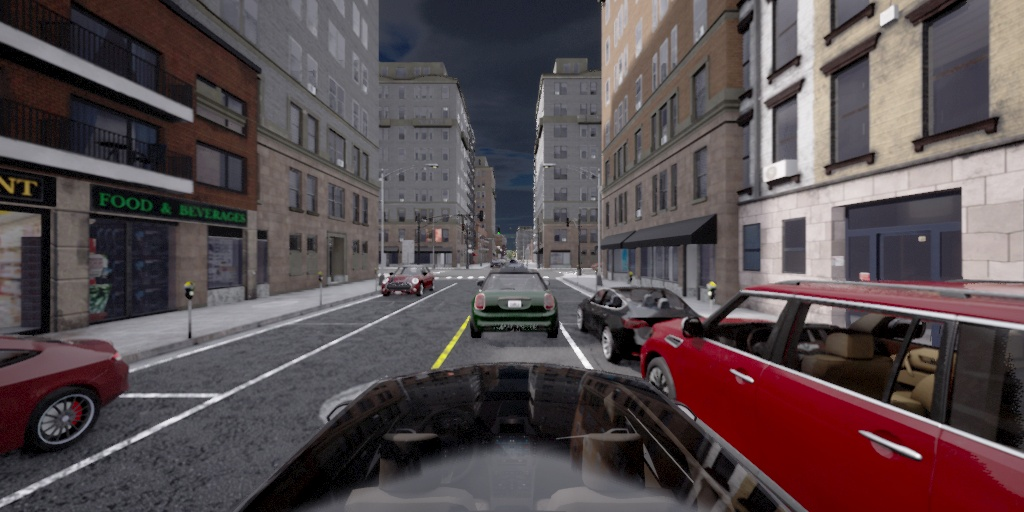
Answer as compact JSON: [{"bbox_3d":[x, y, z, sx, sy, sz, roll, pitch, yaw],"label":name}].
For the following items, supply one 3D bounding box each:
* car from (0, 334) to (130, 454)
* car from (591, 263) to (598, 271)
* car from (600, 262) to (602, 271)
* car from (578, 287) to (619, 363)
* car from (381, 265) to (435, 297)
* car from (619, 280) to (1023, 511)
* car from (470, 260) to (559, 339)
[{"bbox_3d":[-5.389,1.332,2.542,1.802,1.307,4.207,0,0,0],"label":"car"},{"bbox_3d":[13.159,1.212,49.147,4.553,1.767,2.097,0,0,0],"label":"car"},{"bbox_3d":[14.259,1.353,45.906,4.902,1.511,2.128,0,0,-2],"label":"car"},{"bbox_3d":[2.642,1.320,7.982,1.948,1.339,4.313,0,0,0],"label":"car"},{"bbox_3d":[-5.370,1.206,18.902,1.967,1.591,4.097,0,0,0],"label":"car"},{"bbox_3d":[2.635,1.065,2.529,2.192,1.841,5.009,0,0,0],"label":"car"},{"bbox_3d":[0.039,1.108,10.247,2.097,1.767,4.553,0,0,-1],"label":"car"}]
